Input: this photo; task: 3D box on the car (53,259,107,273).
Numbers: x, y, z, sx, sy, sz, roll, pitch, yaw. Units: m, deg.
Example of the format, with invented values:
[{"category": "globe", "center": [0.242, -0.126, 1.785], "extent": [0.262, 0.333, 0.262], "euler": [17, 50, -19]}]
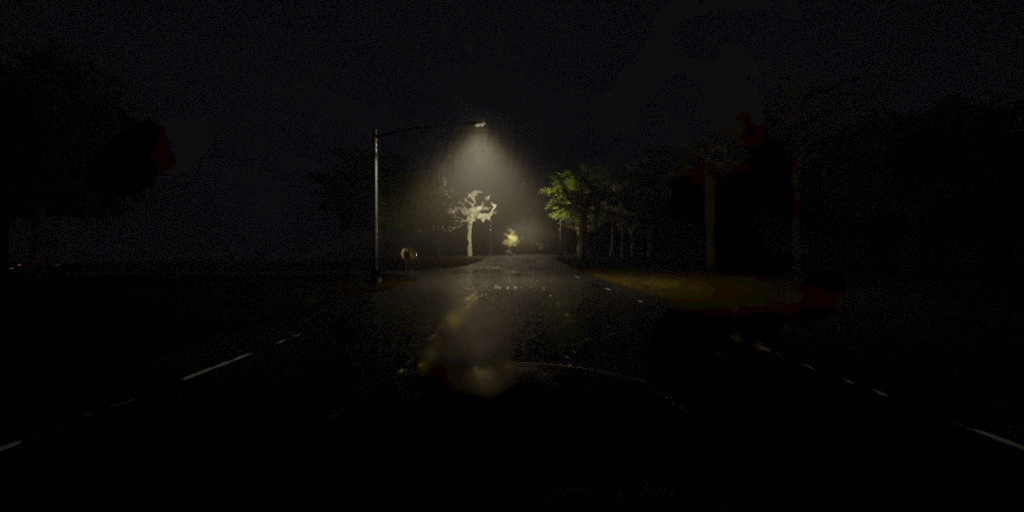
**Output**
[{"category": "car", "center": [-49.305, 1.130, 40.967], "extent": [4.902, 1.511, 2.128], "euler": [0, 0, 2]}]
